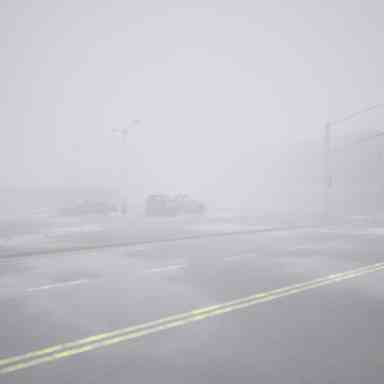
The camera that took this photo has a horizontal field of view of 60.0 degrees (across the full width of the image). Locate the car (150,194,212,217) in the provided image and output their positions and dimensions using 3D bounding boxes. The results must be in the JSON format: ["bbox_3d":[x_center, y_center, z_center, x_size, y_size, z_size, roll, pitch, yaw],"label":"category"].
[{"bbox_3d":[-0.918,1.153,29.074,4.605,1.855,1.932,0,0,-35],"label":"car"}]

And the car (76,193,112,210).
[{"bbox_3d":[-13.920,1.155,47.459,3.866,1.878,1.905,0,0,-35],"label":"car"}]

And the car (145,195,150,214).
[{"bbox_3d":[-2.546,1.155,31.467,3.866,1.878,1.905,0,0,-35],"label":"car"}]

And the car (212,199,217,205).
[{"bbox_3d":[2.391,1.563,55.896,1.994,1.385,4.181,0,0,-34],"label":"car"}]

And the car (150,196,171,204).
[{"bbox_3d":[-5.992,1.504,62.193,1.837,1.490,4.892,0,0,-33],"label":"car"}]

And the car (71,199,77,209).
[{"bbox_3d":[-15.584,1.394,49.828,3.806,1.475,1.970,0,0,-35],"label":"car"}]
